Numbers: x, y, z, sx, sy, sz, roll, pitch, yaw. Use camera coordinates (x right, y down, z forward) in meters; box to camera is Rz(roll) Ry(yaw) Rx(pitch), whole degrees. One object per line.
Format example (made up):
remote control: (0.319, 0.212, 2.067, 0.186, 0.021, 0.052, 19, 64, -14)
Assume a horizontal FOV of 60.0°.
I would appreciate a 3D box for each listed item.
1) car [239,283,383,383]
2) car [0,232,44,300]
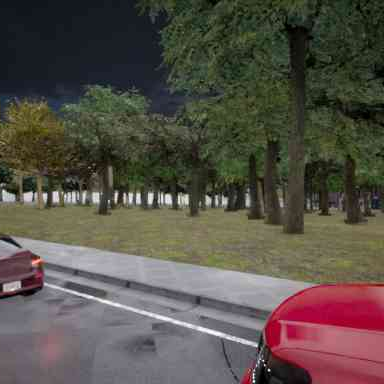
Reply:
car: (2.959, 1.222, 1.575, 5.566, 2.045, 2.150, 0, 0, 35)
car: (-5.086, 1.524, 7.300, 4.674, 1.442, 1.812, 0, 0, 36)
